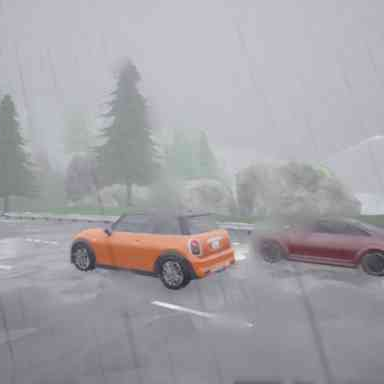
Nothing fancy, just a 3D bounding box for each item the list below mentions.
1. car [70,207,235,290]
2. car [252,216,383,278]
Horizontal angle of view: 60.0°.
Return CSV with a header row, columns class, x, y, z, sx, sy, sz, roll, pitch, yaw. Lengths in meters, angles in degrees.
class,x,y,z,sx,sy,sz,roll,pitch,yaw
car,-1.218,1.255,8.989,4.553,1.767,2.097,0,1,33
car,3.902,1.415,9.752,4.181,1.385,1.994,0,1,35
